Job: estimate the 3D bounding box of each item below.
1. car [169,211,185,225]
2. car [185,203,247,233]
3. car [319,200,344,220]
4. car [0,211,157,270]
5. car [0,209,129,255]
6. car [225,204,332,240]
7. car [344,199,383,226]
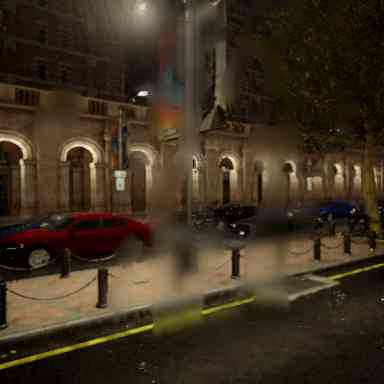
[{"bbox_3d":[0.838,1.555,22.580,4.718,1.301,1.895,0,0,-36],"label":"car"},{"bbox_3d":[2.283,1.467,19.639,4.892,1.490,1.837,0,0,-35],"label":"car"},{"bbox_3d":[10.772,1.409,25.672,5.008,1.535,1.882,0,0,-35],"label":"car"},{"bbox_3d":[-3.600,1.468,11.230,5.008,1.535,1.882,0,0,-35],"label":"car"},{"bbox_3d":[-5.574,1.538,14.119,5.357,1.411,2.033,0,0,-35],"label":"car"},{"bbox_3d":[4.497,1.509,16.923,5.357,1.411,2.033,0,0,-35],"label":"car"},{"bbox_3d":[12.829,1.283,22.840,4.553,1.767,2.097,0,0,-35],"label":"car"}]
